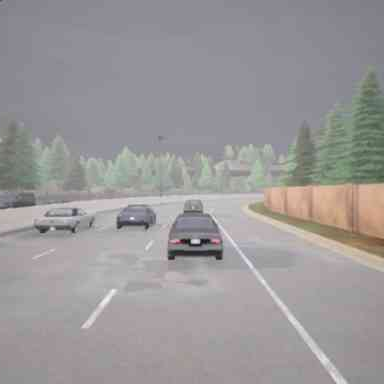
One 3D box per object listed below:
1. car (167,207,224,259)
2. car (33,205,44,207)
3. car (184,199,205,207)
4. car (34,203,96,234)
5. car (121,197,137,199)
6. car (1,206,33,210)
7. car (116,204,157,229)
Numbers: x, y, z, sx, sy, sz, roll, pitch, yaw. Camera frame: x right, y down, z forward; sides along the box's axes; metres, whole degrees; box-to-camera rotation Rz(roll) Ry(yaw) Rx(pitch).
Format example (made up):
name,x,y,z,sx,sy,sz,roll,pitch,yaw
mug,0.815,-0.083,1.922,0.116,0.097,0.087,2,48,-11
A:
name,x,y,z,sx,sy,sz,roll,pitch,yaw
car,0.100,1.487,12.268,2.033,1.411,5.357,0,0,0
car,-13.771,1.399,33.752,1.994,1.385,4.181,0,0,3
car,0.199,1.396,30.794,2.033,1.411,5.357,0,0,2
car,-6.900,1.509,18.665,1.895,1.301,4.718,0,0,0
car,-12.863,1.012,69.788,2.097,1.767,4.553,0,0,22
car,-17.387,1.061,32.422,2.150,2.045,5.566,0,0,3
car,-3.401,1.461,20.934,1.994,1.385,4.181,0,0,0
